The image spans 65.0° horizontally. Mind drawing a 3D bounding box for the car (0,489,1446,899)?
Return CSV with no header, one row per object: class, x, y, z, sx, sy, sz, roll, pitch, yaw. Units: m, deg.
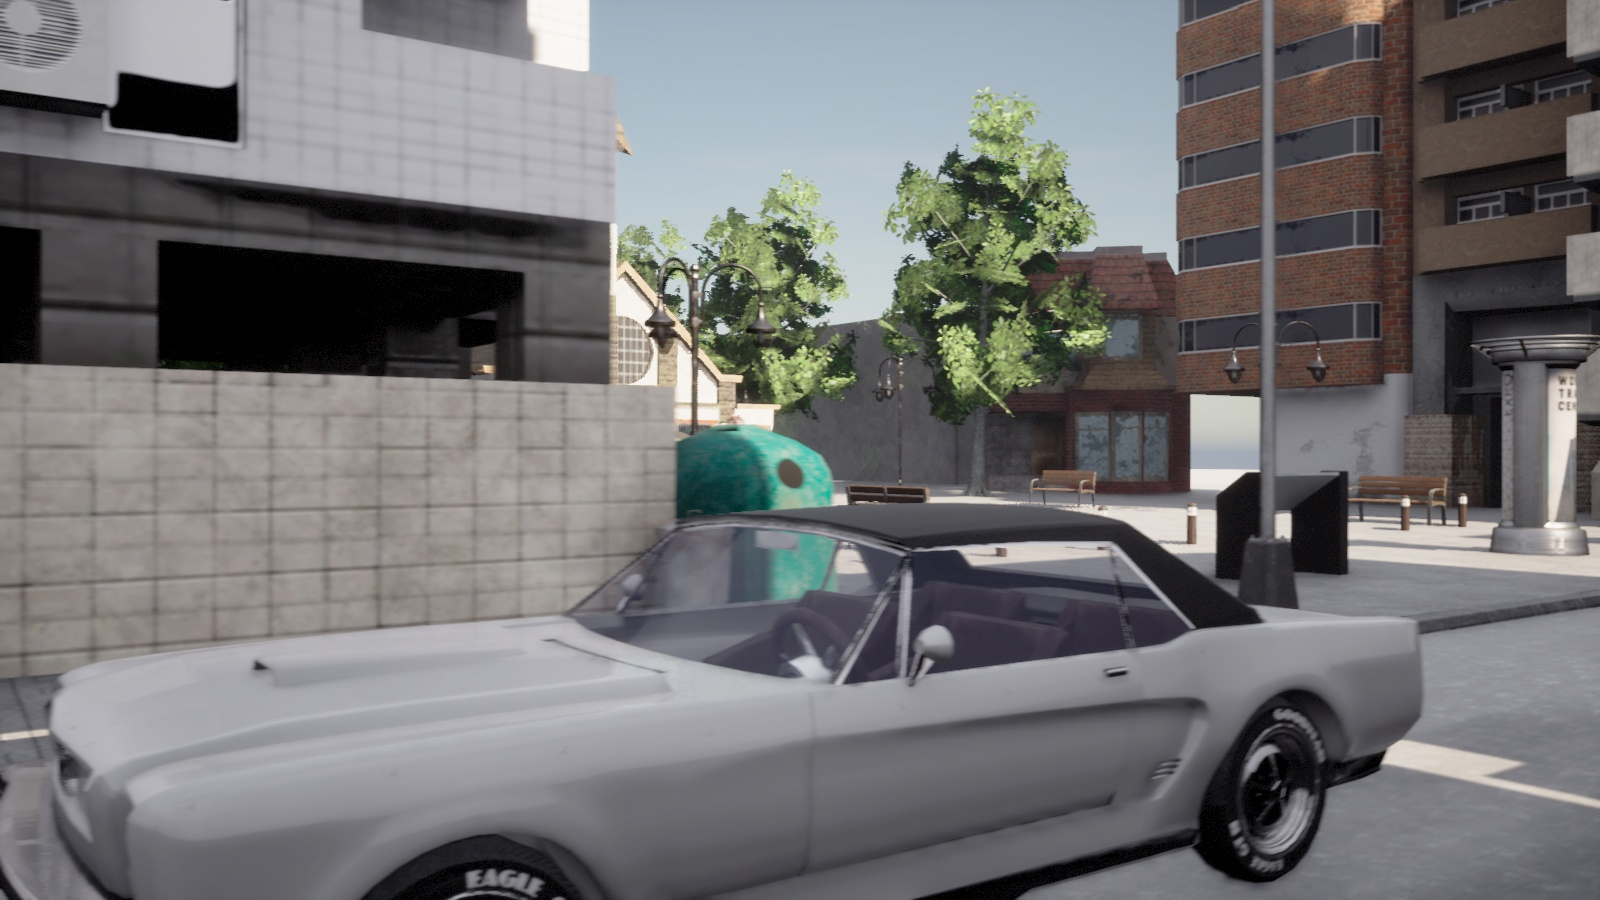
car,0.030,0.853,4.295,4.718,1.301,1.895,0,0,-35
